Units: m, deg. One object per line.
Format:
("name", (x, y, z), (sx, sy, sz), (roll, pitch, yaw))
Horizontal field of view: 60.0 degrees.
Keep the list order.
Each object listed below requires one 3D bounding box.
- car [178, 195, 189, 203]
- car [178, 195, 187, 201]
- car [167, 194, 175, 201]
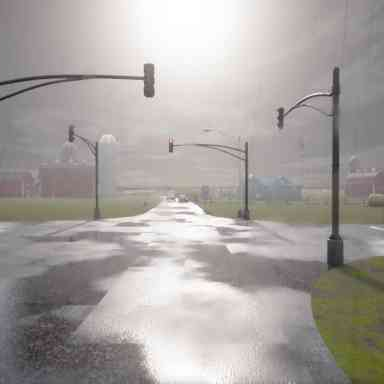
("car", (-1.722, 1.623, 69.841), (1.895, 1.301, 4.718), (0, 0, -3))
("car", (-2.333, 1.463, 79.825), (1.837, 1.490, 4.892), (0, 0, -4))
("car", (-4.709, 1.182, 73.840), (1.812, 1.442, 4.674), (0, 0, -3))
